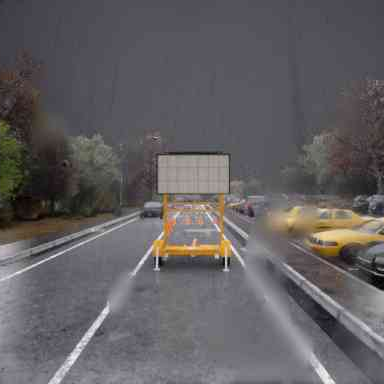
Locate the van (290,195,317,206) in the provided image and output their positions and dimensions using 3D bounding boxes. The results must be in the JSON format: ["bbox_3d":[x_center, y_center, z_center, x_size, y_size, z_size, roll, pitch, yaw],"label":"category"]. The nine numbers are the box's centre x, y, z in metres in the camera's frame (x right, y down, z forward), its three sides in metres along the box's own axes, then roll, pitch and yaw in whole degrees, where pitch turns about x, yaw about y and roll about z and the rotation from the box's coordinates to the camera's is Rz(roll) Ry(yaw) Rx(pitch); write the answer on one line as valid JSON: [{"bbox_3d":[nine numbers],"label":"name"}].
[{"bbox_3d":[20.471,1.492,61.273,4.442,1.987,1.878,0,0,0],"label":"van"}]

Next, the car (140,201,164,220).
[{"bbox_3d":[-3.298,1.548,28.752,1.882,1.535,5.008,0,0,0],"label":"car"}]

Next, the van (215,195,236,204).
[{"bbox_3d":[7.241,1.633,72.472,4.442,1.987,1.878,0,-1,0],"label":"van"}]

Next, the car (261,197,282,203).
[{"bbox_3d":[20.534,2.147,86.180,5.008,1.535,2.097,0,-1,0],"label":"car"}]

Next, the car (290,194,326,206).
[{"bbox_3d":[20.305,1.452,58.504,5.566,2.045,2.435,0,0,0],"label":"car"}]

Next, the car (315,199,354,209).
[{"bbox_3d":[20.254,1.684,47.422,4.674,1.452,2.002,0,0,0],"label":"car"}]

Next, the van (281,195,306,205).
[{"bbox_3d":[20.279,1.522,66.823,4.442,1.987,1.878,0,-1,0],"label":"van"}]

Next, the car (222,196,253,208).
[{"bbox_3d":[7.182,1.555,53.056,4.553,1.767,2.185,0,0,0],"label":"car"}]

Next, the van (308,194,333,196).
[{"bbox_3d":[20.389,1.433,50.193,4.442,1.987,1.878,0,0,0],"label":"van"}]

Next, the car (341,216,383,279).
[{"bbox_3d":[6.890,1.554,8.648,4.892,1.521,2.231,0,0,0],"label":"car"}]

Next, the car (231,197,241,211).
[{"bbox_3d":[7.060,1.621,36.398,4.792,1.488,2.163,0,0,0],"label":"car"}]

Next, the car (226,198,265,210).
[{"bbox_3d":[7.158,1.637,44.726,4.892,1.521,2.231,0,0,0],"label":"car"}]

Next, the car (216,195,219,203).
[{"bbox_3d":[7.249,1.710,58.607,5.008,1.535,2.097,0,0,0],"label":"car"}]

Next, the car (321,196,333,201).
[{"bbox_3d":[20.224,1.628,44.527,5.008,1.535,2.097,0,0,0],"label":"car"}]

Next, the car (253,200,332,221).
[{"bbox_3d":[6.980,1.527,22.517,4.892,1.521,2.231,0,0,0],"label":"car"}]

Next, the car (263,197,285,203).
[{"bbox_3d":[20.513,2.085,83.285,5.008,1.535,2.097,0,-1,0],"label":"car"}]

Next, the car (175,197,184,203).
[{"bbox_3d":[-2.923,2.009,77.745,1.837,1.490,4.892,0,-1,0],"label":"car"}]

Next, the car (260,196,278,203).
[{"bbox_3d":[20.528,2.079,88.827,4.553,1.767,2.185,0,-1,0],"label":"car"}]

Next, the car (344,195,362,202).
[{"bbox_3d":[20.140,1.333,36.217,5.566,2.045,2.435,0,0,0],"label":"car"}]

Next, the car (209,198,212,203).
[{"bbox_3d":[7.445,2.096,83.568,5.008,1.535,2.097,0,-1,0],"label":"car"}]

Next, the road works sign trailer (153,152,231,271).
[{"bbox_3d":[0.055,0.483,10.959,2.380,3.560,2.880,0,0,3],"label":"road works sign trailer"}]

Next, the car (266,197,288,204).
[{"bbox_3d":[20.491,2.027,80.515,4.892,1.521,2.231,0,-1,0],"label":"car"}]

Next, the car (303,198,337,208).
[{"bbox_3d":[20.289,1.713,52.836,4.674,1.452,2.002,0,0,0],"label":"car"}]

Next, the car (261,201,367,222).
[{"bbox_3d":[7.151,1.521,19.748,5.366,1.575,1.946,0,0,0],"label":"car"}]

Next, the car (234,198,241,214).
[{"bbox_3d":[7.040,1.607,33.622,4.792,1.488,2.163,0,0,0],"label":"car"}]

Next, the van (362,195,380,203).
[{"bbox_3d":[20.031,1.343,33.449,4.442,1.987,1.878,0,0,0],"label":"van"}]

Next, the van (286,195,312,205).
[{"bbox_3d":[20.490,1.506,63.918,4.442,1.987,1.878,0,0,0],"label":"van"}]

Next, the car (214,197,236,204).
[{"bbox_3d":[7.381,1.958,75.241,4.674,1.452,2.002,0,-1,0],"label":"car"}]

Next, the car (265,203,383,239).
[{"bbox_3d":[6.761,1.524,17.098,5.366,1.575,1.946,0,0,0],"label":"car"}]

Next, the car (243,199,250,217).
[{"bbox_3d":[7.057,1.577,28.069,4.792,1.488,2.163,0,0,0],"label":"car"}]

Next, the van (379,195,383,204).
[{"bbox_3d":[20.243,1.329,30.677,4.442,1.987,1.878,0,0,0],"label":"van"}]

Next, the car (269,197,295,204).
[{"bbox_3d":[20.272,1.904,74.976,5.366,1.575,1.946,0,-1,0],"label":"car"}]

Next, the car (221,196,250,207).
[{"bbox_3d":[7.202,1.570,55.832,4.553,1.767,2.185,0,0,0],"label":"car"}]

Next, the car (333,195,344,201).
[{"bbox_3d":[20.161,1.348,38.988,5.566,2.045,2.435,0,0,0],"label":"car"}]

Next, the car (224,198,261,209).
[{"bbox_3d":[7.166,1.652,47.503,4.892,1.521,2.231,0,0,0],"label":"car"}]

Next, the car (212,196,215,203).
[{"bbox_3d":[7.344,1.504,66.936,5.566,2.045,2.435,0,0,0],"label":"car"}]

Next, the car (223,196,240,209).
[{"bbox_3d":[6.945,1.619,41.952,5.366,1.575,1.946,0,0,0],"label":"car"}]

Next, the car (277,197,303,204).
[{"bbox_3d":[20.420,1.788,69.438,5.008,1.535,2.097,0,-1,0],"label":"car"}]

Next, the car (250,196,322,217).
[{"bbox_3d":[7.038,1.409,25.297,4.553,1.767,2.185,0,0,0],"label":"car"}]

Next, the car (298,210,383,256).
[{"bbox_3d":[6.719,1.540,11.425,5.366,1.575,1.946,0,0,0],"label":"car"}]

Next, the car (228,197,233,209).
[{"bbox_3d":[7.081,1.636,39.174,4.792,1.488,2.163,0,0,0],"label":"car"}]

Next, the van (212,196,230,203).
[{"bbox_3d":[7.577,1.930,86.348,4.442,1.987,1.878,0,-1,0],"label":"van"}]

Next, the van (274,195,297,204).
[{"bbox_3d":[20.319,1.622,72.213,4.442,1.987,1.878,0,-1,0],"label":"van"}]

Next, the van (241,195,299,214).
[{"bbox_3d":[7.165,1.336,30.847,4.442,1.987,1.878,0,0,0],"label":"van"}]

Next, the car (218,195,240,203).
[{"bbox_3d":[7.007,1.663,50.280,5.366,1.575,1.946,0,0,0],"label":"car"}]

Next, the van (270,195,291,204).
[{"bbox_3d":[20.594,1.741,77.750,4.442,1.987,1.878,0,-1,0],"label":"van"}]
